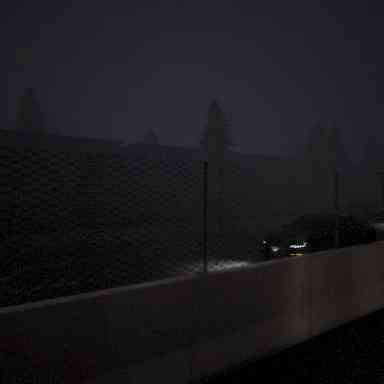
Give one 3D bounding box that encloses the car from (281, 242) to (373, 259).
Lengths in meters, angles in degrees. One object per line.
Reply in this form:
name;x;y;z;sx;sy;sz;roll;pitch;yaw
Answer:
car;4.477;1.510;11.483;4.892;1.490;1.837;0;0;-36
